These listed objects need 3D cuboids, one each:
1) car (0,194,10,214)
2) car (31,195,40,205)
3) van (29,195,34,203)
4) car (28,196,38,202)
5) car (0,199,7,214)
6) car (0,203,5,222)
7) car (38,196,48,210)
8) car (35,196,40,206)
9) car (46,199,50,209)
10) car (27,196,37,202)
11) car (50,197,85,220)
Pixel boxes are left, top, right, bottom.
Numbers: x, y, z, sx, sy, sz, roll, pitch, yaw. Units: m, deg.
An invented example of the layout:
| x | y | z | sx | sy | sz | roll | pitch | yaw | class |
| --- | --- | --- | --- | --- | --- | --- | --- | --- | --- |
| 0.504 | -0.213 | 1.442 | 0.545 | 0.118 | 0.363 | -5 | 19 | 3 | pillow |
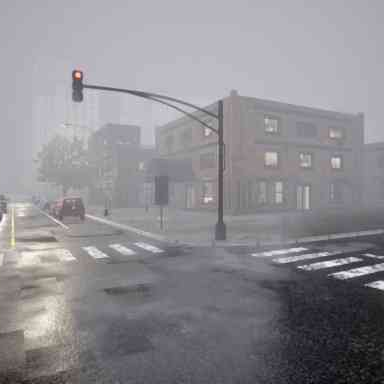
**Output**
| x | y | z | sx | sy | sz | roll | pitch | yaw | class |
| --- | --- | --- | --- | --- | --- | --- | --- | --- | --- |
| -20.827 | 1.247 | 35.462 | 2.150 | 2.045 | 5.566 | 0 | 0 | -28 | car |
| -26.113 | 1.639 | 57.226 | 1.802 | 1.307 | 4.206 | 0 | 0 | -28 | car |
| -31.365 | 1.419 | 66.950 | 1.690 | 1.788 | 3.998 | 0 | 0 | -28 | van |
| -36.615 | 1.684 | 76.672 | 1.802 | 1.307 | 4.206 | 0 | 0 | -28 | car |
| -15.847 | 1.541 | 26.099 | 1.812 | 1.442 | 4.674 | 0 | 0 | -28 | car |
| -11.380 | 1.555 | 17.778 | 2.033 | 1.411 | 5.357 | 0 | 0 | -28 | car |
| -18.237 | 1.598 | 42.642 | 1.947 | 1.339 | 4.313 | 0 | 0 | -28 | car |
| -20.862 | 1.590 | 47.503 | 2.008 | 1.369 | 4.403 | 0 | 0 | -28 | car |
| -12.986 | 1.586 | 32.918 | 1.947 | 1.339 | 4.313 | 0 | 0 | -28 | car |
| -39.242 | 1.680 | 81.535 | 1.947 | 1.339 | 4.313 | 0 | 0 | -28 | car |
| -10.359 | 1.330 | 28.057 | 2.192 | 1.841 | 5.009 | 0 | 0 | -28 | car |
